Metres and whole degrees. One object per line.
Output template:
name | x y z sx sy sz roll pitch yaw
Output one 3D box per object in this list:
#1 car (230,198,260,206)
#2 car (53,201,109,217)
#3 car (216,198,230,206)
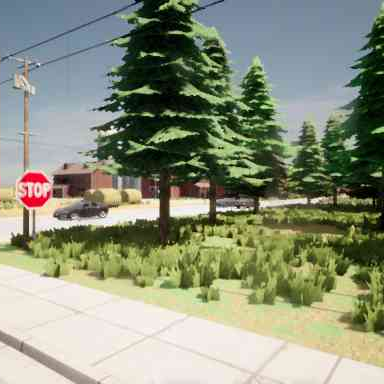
car | 7.800 1.579 46.621 2.033 1.411 5.357 0 0 34
car | -9.109 1.536 27.650 1.837 1.490 4.892 0 0 33
car | 4.782 1.578 48.577 2.033 1.411 5.357 0 0 34
